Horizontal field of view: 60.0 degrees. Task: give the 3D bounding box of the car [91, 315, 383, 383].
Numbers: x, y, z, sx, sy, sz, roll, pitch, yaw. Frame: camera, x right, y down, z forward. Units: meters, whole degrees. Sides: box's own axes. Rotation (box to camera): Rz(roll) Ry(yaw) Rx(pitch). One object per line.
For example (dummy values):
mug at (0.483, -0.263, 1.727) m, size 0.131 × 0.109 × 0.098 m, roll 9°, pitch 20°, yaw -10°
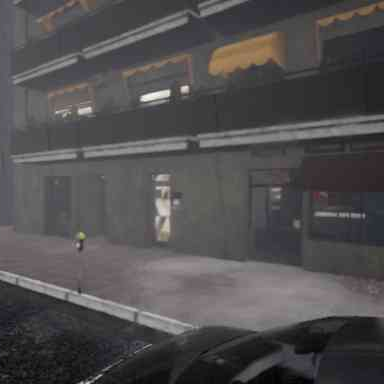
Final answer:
car at (1.107, 1.566, 2.076) m, size 4.313 × 1.339 × 1.947 m, roll 0°, pitch 0°, yaw 36°
